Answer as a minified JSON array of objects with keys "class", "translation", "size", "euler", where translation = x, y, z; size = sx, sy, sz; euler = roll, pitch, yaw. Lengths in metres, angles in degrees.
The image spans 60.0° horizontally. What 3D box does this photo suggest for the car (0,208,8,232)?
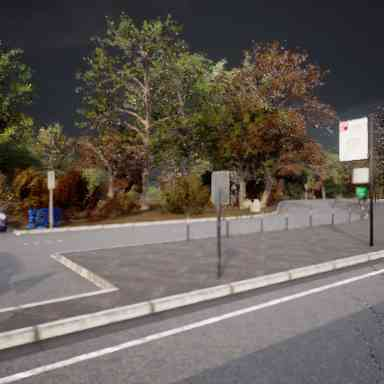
[{"class":"car","translation":[-11.649,1.267,18.435],"size":[2.185,1.767,4.553],"euler":[1,0,-36]}]
